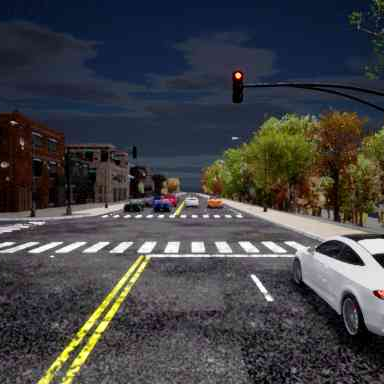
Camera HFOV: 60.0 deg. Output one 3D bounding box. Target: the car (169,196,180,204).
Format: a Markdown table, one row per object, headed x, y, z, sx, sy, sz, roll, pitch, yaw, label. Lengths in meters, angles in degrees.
| x | y | z | sx | sy | sz | roll | pitch | yaw | label |
| --- | --- | --- | --- | --- | --- | --- | --- | --- | --- |
| -3.362 | 1.556 | 65.088 | 1.994 | 1.385 | 4.181 | 0 | 0 | 0 | car |

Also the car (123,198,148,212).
| x | y | z | sx | sy | sz | roll | pitch | yaw | label |
| --- | --- | --- | --- | --- | --- | --- | --- | --- | --- |
| -6.603 | 1.595 | 38.420 | 1.895 | 1.301 | 4.718 | 0 | 0 | 0 | car |

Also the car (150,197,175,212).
| x | y | z | sx | sy | sz | roll | pitch | yaw | label |
| --- | --- | --- | --- | --- | --- | --- | --- | --- | --- |
| -3.353 | 1.595 | 38.429 | 1.895 | 1.301 | 4.718 | 0 | 0 | 0 | car |

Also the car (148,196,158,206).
| x | y | z | sx | sy | sz | roll | pitch | yaw | label |
| --- | --- | --- | --- | --- | --- | --- | --- | --- | --- |
| -6.626 | 1.540 | 49.179 | 2.033 | 1.411 | 5.357 | 0 | 0 | 0 | car |

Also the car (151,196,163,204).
| x | y | z | sx | sy | sz | roll | pitch | yaw | label |
| --- | --- | --- | --- | --- | --- | --- | --- | --- | --- |
| -6.610 | 1.518 | 63.855 | 1.812 | 1.442 | 4.674 | 0 | 0 | 0 | car |

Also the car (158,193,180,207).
| x | y | z | sx | sy | sz | roll | pitch | yaw | label |
| --- | --- | --- | --- | --- | --- | --- | --- | --- | --- |
| -3.388 | 1.214 | 50.250 | 2.150 | 2.045 | 5.566 | 0 | 0 | -1 | car |

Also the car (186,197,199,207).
| x | y | z | sx | sy | sz | roll | pitch | yaw | label |
| --- | --- | --- | --- | --- | --- | --- | --- | --- | --- |
| 0.056 | 1.518 | 50.366 | 1.812 | 1.442 | 4.674 | 0 | 0 | 0 | car |

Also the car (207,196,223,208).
| x | y | z | sx | sy | sz | roll | pitch | yaw | label |
| --- | --- | --- | --- | --- | --- | --- | --- | --- | --- |
| 3.323 | 1.345 | 49.087 | 2.097 | 1.767 | 4.553 | 0 | 0 | 0 | car |

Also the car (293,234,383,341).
| x | y | z | sx | sy | sz | roll | pitch | yaw | label |
| --- | --- | --- | --- | --- | --- | --- | --- | --- | --- |
| 3.352 | 1.524 | 6.343 | 1.812 | 1.442 | 4.674 | 0 | 0 | 2 | car |
